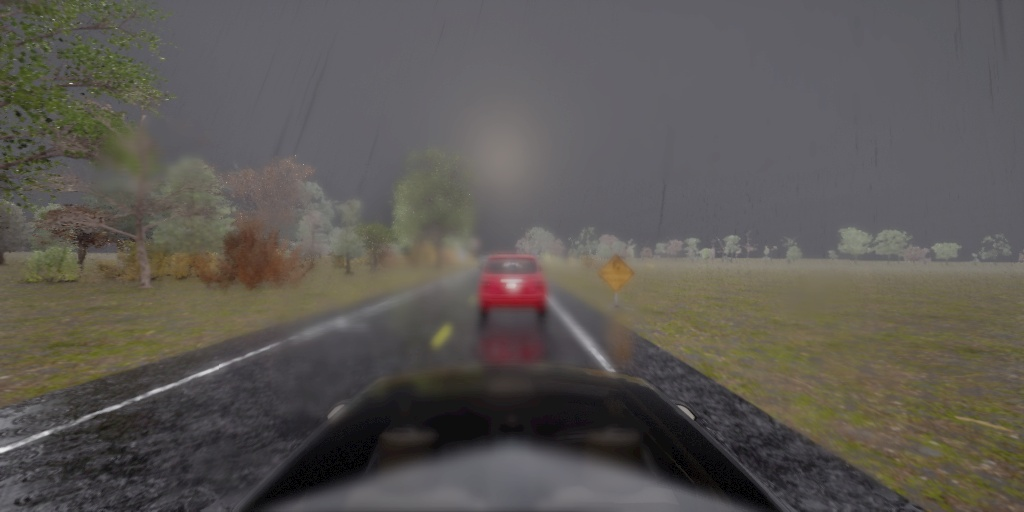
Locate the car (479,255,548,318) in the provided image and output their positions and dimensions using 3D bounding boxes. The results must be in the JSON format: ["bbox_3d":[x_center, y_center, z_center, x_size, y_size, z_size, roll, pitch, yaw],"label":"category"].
[{"bbox_3d":[0.065,0.988,13.273,2.150,2.045,5.566,0,0,0],"label":"car"}]

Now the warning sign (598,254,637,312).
[{"bbox_3d":[3.550,0.879,12.006,1.300,1.860,1.060,0,0,0],"label":"warning sign"}]

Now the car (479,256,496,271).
[{"bbox_3d":[-3.568,1.049,53.560,2.150,2.045,5.566,0,0,0],"label":"car"}]
